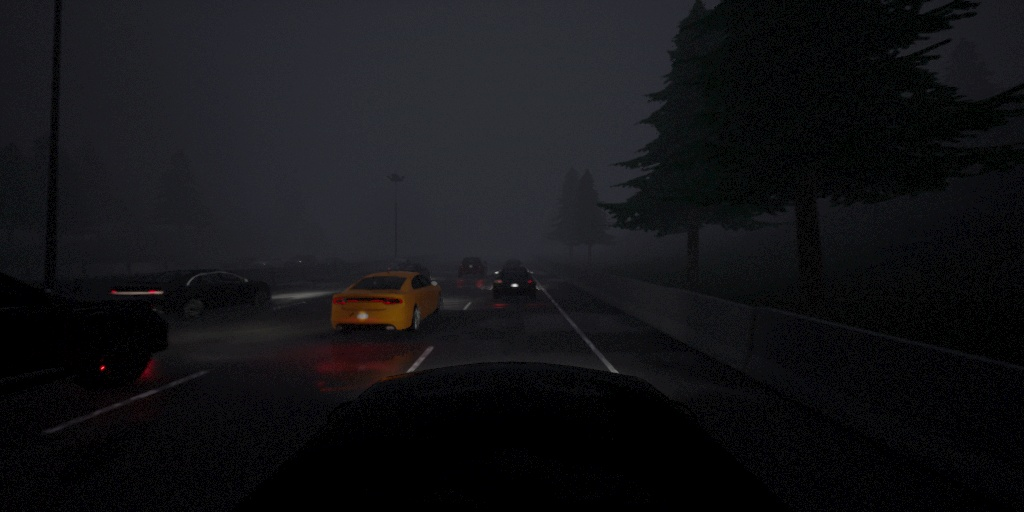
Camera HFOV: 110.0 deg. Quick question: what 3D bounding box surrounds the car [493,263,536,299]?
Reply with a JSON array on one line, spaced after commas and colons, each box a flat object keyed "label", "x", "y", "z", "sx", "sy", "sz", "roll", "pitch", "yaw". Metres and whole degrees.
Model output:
[{"label": "car", "x": 0.124, "y": 1.233, "z": 17.620, "sx": 1.994, "sy": 1.385, "sz": 4.181, "roll": 0, "pitch": 1, "yaw": 0}]

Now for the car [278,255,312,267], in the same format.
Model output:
[{"label": "car", "x": -24.518, "y": 0.661, "z": 41.827, "sx": 2.097, "sy": 1.767, "sz": 4.553, "roll": 0, "pitch": 1, "yaw": 0}]

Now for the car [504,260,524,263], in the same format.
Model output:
[{"label": "car", "x": 0.148, "y": 1.026, "z": 34.242, "sx": 1.994, "sy": 1.385, "sz": 4.181, "roll": 0, "pitch": 1, "yaw": 0}]

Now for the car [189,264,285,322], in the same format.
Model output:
[{"label": "car", "x": -10.383, "y": 1.197, "z": 12.073, "sx": 2.128, "sy": 1.511, "sz": 4.902, "roll": 0, "pitch": 0, "yaw": 0}]

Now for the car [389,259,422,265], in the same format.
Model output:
[{"label": "car", "x": -6.867, "y": 1.145, "z": 24.231, "sx": 2.033, "sy": 1.411, "sz": 5.357, "roll": 0, "pitch": 1, "yaw": 0}]

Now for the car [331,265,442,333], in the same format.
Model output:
[{"label": "car", "x": -3.386, "y": 1.194, "z": 10.617, "sx": 1.882, "sy": 1.535, "sz": 5.008, "roll": 0, "pitch": 0, "yaw": 0}]

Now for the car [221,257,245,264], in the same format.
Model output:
[{"label": "car", "x": -31.514, "y": 0.812, "z": 41.893, "sx": 1.837, "sy": 1.490, "sz": 4.892, "roll": 0, "pitch": 1, "yaw": 0}]

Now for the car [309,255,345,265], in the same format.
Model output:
[{"label": "car", "x": -21.023, "y": 0.843, "z": 41.589, "sx": 1.812, "sy": 1.442, "sz": 4.674, "roll": 0, "pitch": 1, "yaw": 0}]

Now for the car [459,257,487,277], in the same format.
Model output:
[{"label": "car", "x": -3.356, "y": 0.854, "z": 31.429, "sx": 2.097, "sy": 1.767, "sz": 4.553, "roll": 0, "pitch": 1, "yaw": 0}]

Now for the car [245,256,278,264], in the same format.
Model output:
[{"label": "car", "x": -28.019, "y": 0.838, "z": 41.603, "sx": 1.812, "sy": 1.442, "sz": 4.674, "roll": 0, "pitch": 1, "yaw": 0}]

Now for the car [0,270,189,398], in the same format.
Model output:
[{"label": "car", "x": -6.898, "y": 0.965, "z": 3.633, "sx": 2.150, "sy": 2.045, "sz": 5.566, "roll": 0, "pitch": 0, "yaw": 0}]
